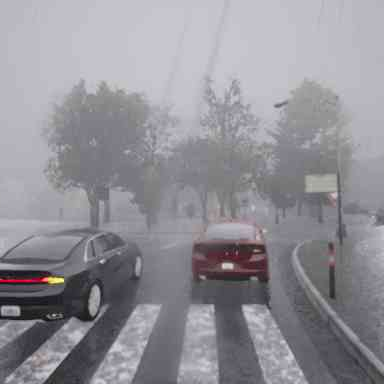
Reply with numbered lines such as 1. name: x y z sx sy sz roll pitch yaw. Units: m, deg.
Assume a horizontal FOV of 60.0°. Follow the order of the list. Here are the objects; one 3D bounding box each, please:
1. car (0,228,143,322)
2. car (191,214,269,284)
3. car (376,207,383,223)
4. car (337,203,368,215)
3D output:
1. car: -2.477 1.573 7.445 1.837 1.490 4.892 -1 -1 6
2. car: 1.223 1.531 9.859 1.882 1.535 5.008 -1 -1 10
3. car: 19.239 2.100 31.916 4.902 1.511 2.128 0 -3 -45
4. car: 27.672 3.029 57.520 2.150 2.045 5.566 1 -4 -16
